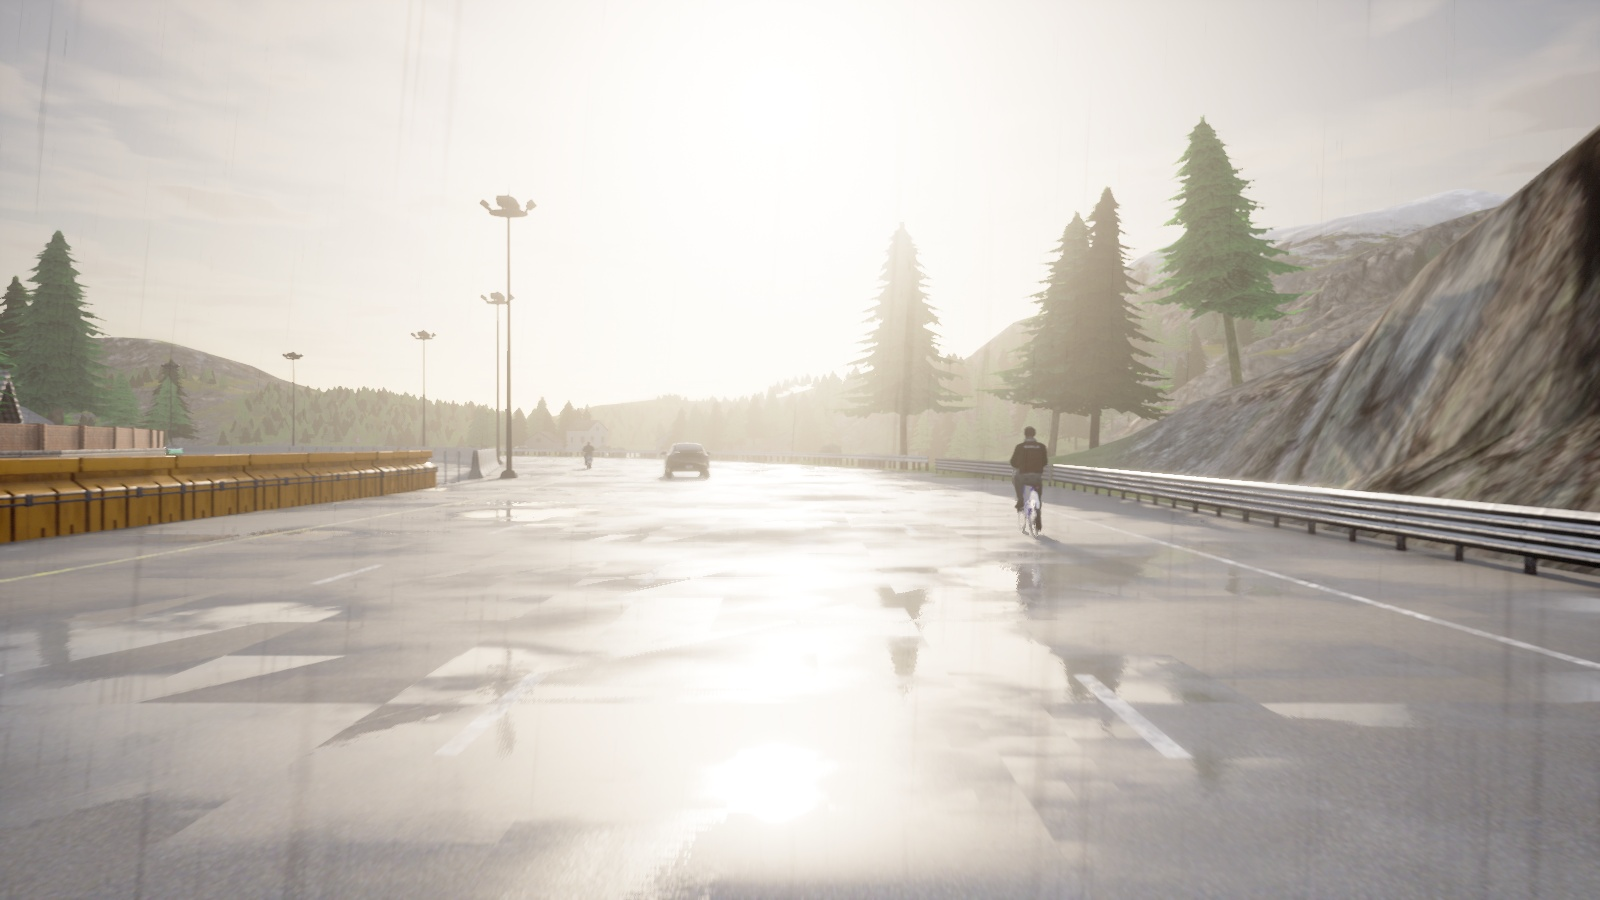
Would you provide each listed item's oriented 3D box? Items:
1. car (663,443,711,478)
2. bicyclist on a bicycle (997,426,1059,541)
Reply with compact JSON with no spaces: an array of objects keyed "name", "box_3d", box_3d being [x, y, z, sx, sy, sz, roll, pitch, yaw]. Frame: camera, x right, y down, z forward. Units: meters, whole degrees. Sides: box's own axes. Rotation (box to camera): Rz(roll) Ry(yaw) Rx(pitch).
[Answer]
[{"name":"car","box_3d":[-5.038,0.435,55.307,1.837,1.490,4.892,0,0,-8]},{"name":"bicyclist on a bicycle","box_3d":[3.647,0.506,20.213,0.659,1.776,1.843,0,1,0]}]
